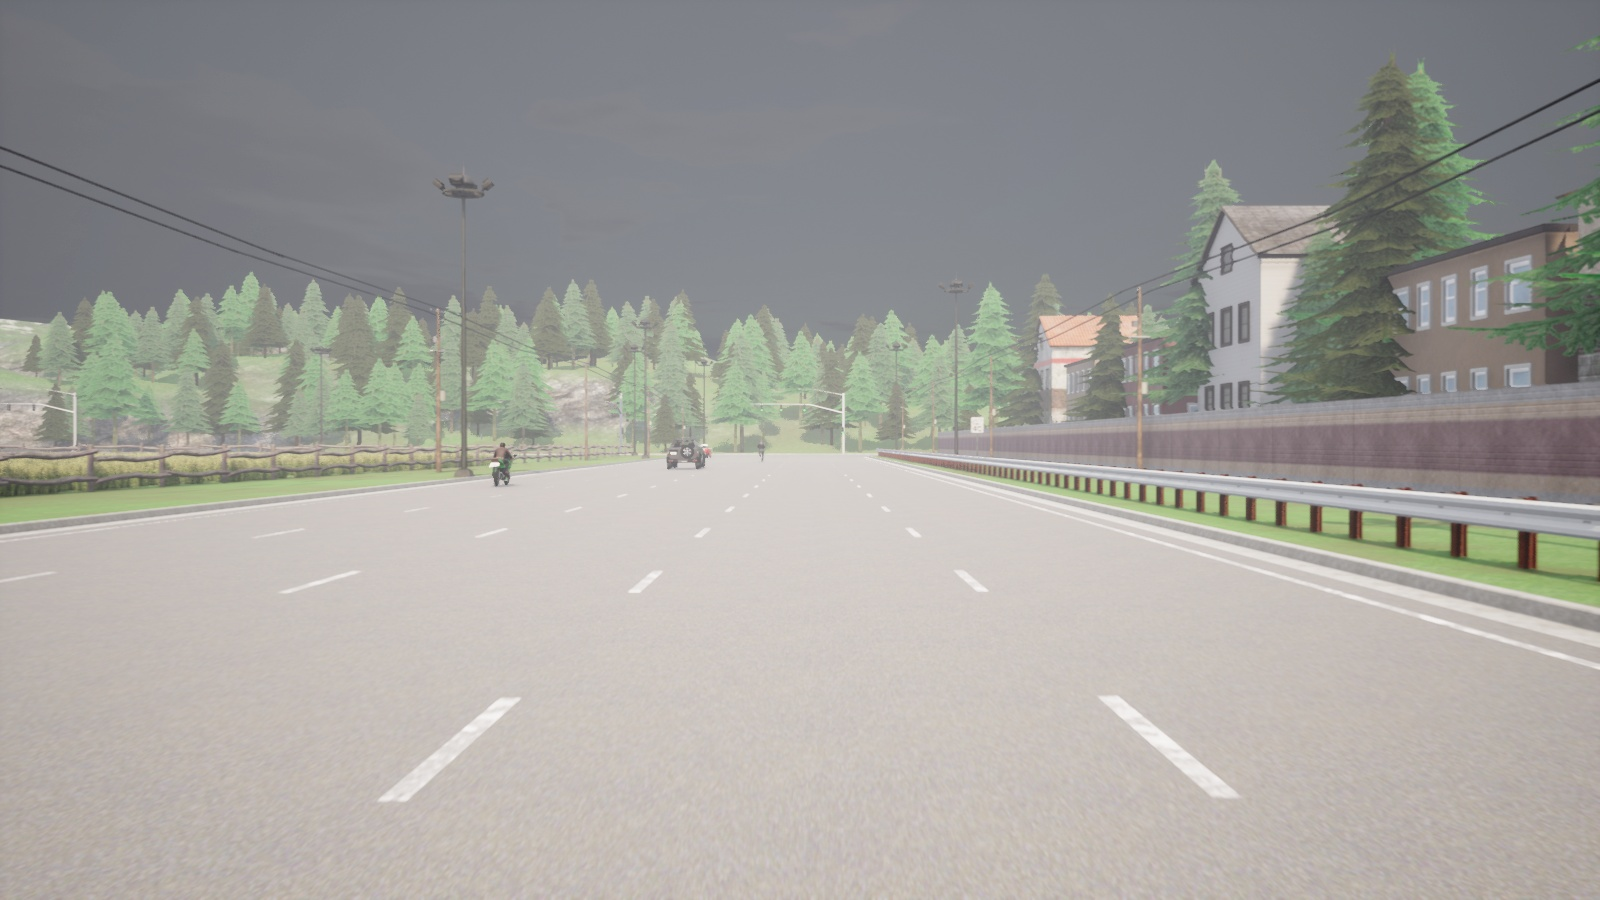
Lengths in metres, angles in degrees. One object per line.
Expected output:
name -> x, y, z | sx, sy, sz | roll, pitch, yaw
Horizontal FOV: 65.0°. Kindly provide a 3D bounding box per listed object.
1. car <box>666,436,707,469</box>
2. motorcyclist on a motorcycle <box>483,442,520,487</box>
car -> -6.569, 0.148, 72.787 | 1.932, 1.855, 4.605 | 0, 0, 0
motorcyclist on a motorcycle -> -10.238, 0.477, 43.142 | 0.797, 1.523, 2.044 | 0, 0, 0
